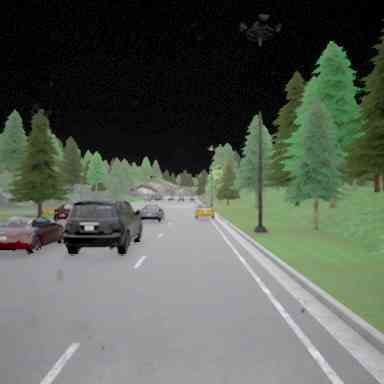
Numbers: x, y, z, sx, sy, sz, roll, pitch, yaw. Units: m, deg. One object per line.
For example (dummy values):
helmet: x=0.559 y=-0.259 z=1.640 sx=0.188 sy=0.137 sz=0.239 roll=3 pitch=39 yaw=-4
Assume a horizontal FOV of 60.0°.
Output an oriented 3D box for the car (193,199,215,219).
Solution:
car: x=1.221 y=1.764 z=32.762 sx=1.801 sy=1.575 sz=5.366 roll=0 pitch=-1 yaw=0

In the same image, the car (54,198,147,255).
car: x=-3.501 y=1.349 z=14.023 sx=2.150 sy=2.045 sz=5.566 roll=0 pitch=0 yaw=0

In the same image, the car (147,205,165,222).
car: x=-3.500 y=1.840 z=29.289 sx=1.994 sy=1.385 sz=4.181 roll=0 pitch=-1 yaw=0

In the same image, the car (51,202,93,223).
car: x=-10.500 y=1.755 z=29.487 sx=1.882 sy=1.535 sz=5.008 roll=0 pitch=0 yaw=0

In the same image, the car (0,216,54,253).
car: x=-6.999 y=1.699 z=14.302 sx=1.994 sy=1.385 sz=4.181 roll=0 pitch=0 yaw=0

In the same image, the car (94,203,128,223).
car: x=-7.001 y=1.783 z=29.303 sx=1.837 sy=1.490 sz=4.892 roll=0 pitch=0 yaw=0
